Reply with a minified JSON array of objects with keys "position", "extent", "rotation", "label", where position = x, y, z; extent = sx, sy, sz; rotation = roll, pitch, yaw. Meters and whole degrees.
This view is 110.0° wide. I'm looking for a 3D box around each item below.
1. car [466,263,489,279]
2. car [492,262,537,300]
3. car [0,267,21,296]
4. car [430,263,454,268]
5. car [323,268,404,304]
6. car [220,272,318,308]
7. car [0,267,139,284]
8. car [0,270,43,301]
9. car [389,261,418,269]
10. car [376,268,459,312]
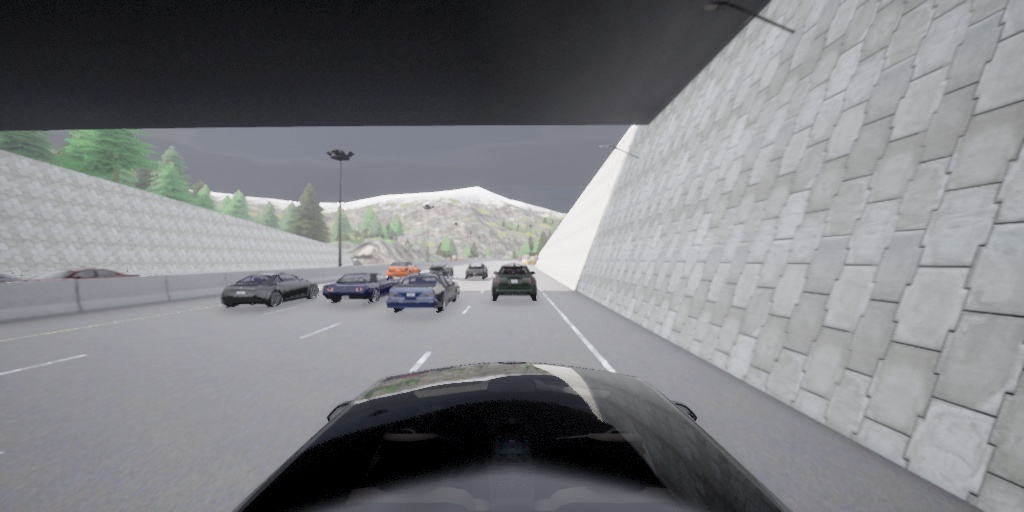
[{"position":[-3.369,1.427,34.883],"extent":[2.128,1.511,4.902],"rotation":[0,0,0],"label":"car"},{"position":[0.115,1.196,18.421],"extent":[2.097,1.767,4.553],"rotation":[0,0,0],"label":"car"},{"position":[-28.085,1.329,17.271],"extent":[2.128,1.511,4.902],"rotation":[0,0,0],"label":"car"},{"position":[-6.868,1.441,34.949],"extent":[1.837,1.490,4.892],"rotation":[0,0,0],"label":"car"},{"position":[-6.886,1.437,17.048],"extent":[1.895,1.301,4.718],"rotation":[0,0,0],"label":"car"},{"position":[-10.387,1.393,15.746],"extent":[1.994,1.385,4.181],"rotation":[0,0,0],"label":"car"},{"position":[-21.086,1.315,17.257],"extent":[1.882,1.535,5.008],"rotation":[0,0,0],"label":"car"},{"position":[-24.587,1.394,15.923],"extent":[1.994,1.385,4.181],"rotation":[0,0,0],"label":"car"},{"position":[-10.369,1.286,34.623],"extent":[2.097,1.767,4.553],"rotation":[0,0,0],"label":"car"},{"position":[-3.389,1.369,14.524],"extent":[2.033,1.411,5.357],"rotation":[0,0,0],"label":"car"}]
